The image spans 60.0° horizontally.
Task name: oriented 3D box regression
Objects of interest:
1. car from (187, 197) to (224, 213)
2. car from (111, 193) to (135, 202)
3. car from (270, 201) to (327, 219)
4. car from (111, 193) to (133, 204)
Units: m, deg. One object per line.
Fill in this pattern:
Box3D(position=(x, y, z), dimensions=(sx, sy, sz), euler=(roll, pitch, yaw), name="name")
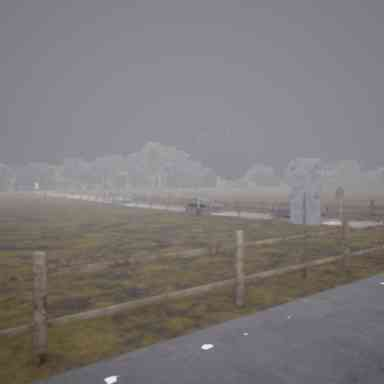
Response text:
Box3D(position=(1.238, 1.300, 34.316), dimensions=(1.837, 1.490, 4.892), euler=(1, 0, -36), name="car")
Box3D(position=(-12.061, 0.915, 57.934), dimensions=(2.033, 1.411, 5.357), euler=(1, 1, -35), name="car")
Box3D(position=(7.914, 1.378, 24.983), dimensions=(1.994, 1.385, 4.181), euler=(1, -1, -35), name="car")
Box3D(position=(-10.756, 1.092, 51.160), dimensions=(1.895, 1.301, 4.718), euler=(1, 1, -35), name="car")
